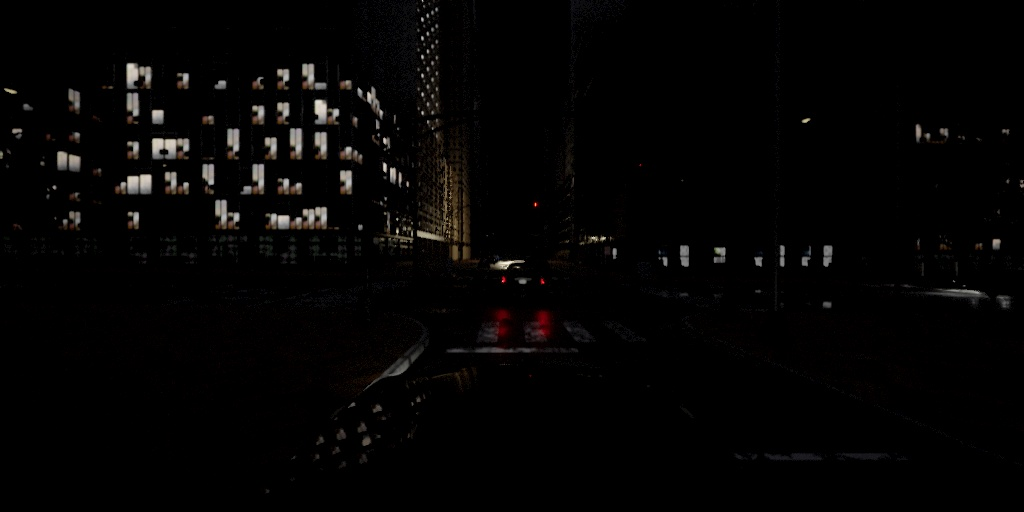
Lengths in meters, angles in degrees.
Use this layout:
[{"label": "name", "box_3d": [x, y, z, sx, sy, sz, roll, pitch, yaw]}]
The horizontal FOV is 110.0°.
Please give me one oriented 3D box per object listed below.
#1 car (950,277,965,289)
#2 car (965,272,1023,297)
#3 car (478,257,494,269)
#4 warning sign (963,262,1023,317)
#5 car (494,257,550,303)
[{"label": "car", "box_3d": [35.884, 1.857, 26.459, 5.357, 1.411, 2.033, 1, 0, -3]}, {"label": "car", "box_3d": [32.767, 1.871, 23.063, 4.718, 1.301, 1.895, 1, 0, -3]}, {"label": "car", "box_3d": [-4.039, 1.121, 52.172, 1.802, 1.307, 4.207, 0, 0, 0]}, {"label": "warning sign", "box_3d": [17.272, 1.155, 12.883, 1.060, 1.860, 1.300, 0, 0, -3]}, {"label": "car", "box_3d": [0.621, 1.071, 16.630, 2.097, 1.767, 4.553, 1, 0, 5]}]
